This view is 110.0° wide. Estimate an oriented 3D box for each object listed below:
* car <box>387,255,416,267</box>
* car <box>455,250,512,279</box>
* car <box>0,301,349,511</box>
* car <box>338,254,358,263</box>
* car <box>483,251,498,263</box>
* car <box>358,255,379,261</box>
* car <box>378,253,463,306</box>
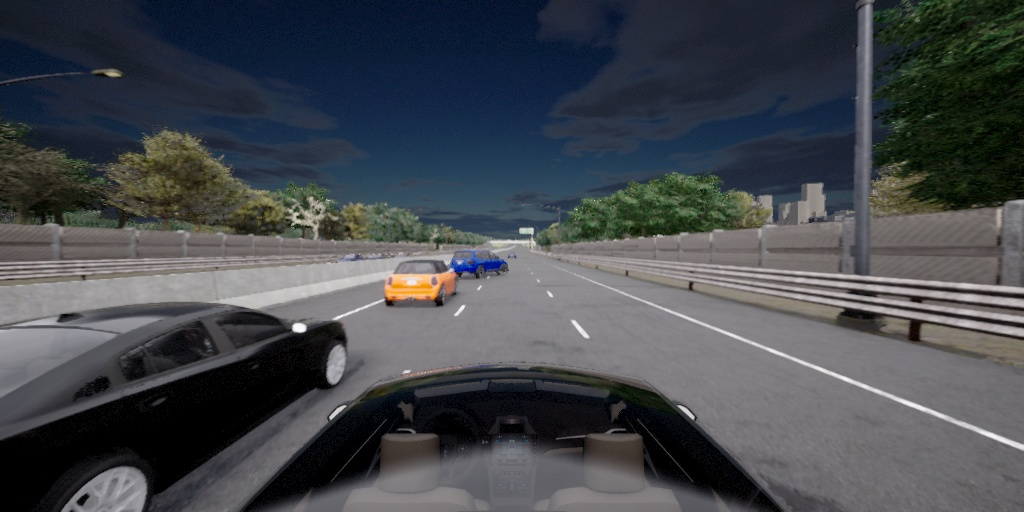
[{"bbox_3d":[-14.047,0.553,45.990,2.033,1.411,5.357,0,1,1],"label":"car"},{"bbox_3d":[-2.405,0.553,27.264,2.150,2.045,5.566,1,1,27],"label":"car"},{"bbox_3d":[-3.500,1.199,3.675,1.882,1.535,5.008,0,1,0],"label":"car"},{"bbox_3d":[-21.035,0.513,47.069,1.812,1.442,4.674,0,1,1],"label":"car"},{"bbox_3d":[-3.485,0.127,58.637,2.097,1.767,4.553,0,1,0],"label":"car"},{"bbox_3d":[-17.533,0.539,46.786,2.033,1.411,5.357,0,1,1],"label":"car"},{"bbox_3d":[-3.497,0.900,14.642,2.097,1.767,4.553,0,1,0],"label":"car"}]
